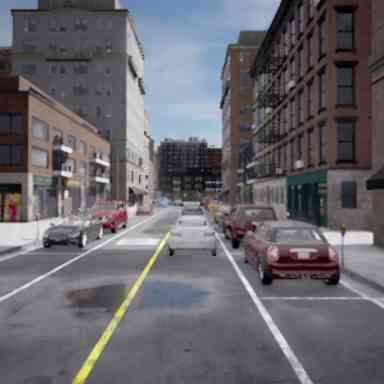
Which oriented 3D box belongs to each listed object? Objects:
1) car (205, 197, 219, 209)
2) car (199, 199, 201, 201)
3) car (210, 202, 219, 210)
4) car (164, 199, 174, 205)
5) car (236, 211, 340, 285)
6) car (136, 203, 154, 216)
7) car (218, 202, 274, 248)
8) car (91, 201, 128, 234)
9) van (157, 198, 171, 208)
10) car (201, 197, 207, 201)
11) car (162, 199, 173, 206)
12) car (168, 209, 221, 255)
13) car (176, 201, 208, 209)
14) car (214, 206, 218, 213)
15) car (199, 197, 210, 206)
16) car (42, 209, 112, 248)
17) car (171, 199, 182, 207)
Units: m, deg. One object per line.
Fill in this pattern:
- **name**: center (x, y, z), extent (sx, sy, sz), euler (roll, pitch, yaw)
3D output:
- **car**: center (3.060, 1.903, 45.004), extent (1.801, 1.575, 5.366), euler (0, -1, 0)
- **car**: center (2.689, 2.225, 66.424), extent (1.947, 1.339, 4.313), euler (0, -1, 0)
- **car**: center (2.659, 1.793, 26.963), extent (1.752, 1.417, 4.829), euler (0, -1, 0)
- **car**: center (-5.328, 2.339, 77.754), extent (1.947, 1.339, 4.313), euler (0, -1, 0)
- **car**: center (2.645, 1.538, 9.809), extent (1.967, 1.590, 4.097), euler (0, -1, 0)
- **car**: center (-5.358, 1.960, 38.123), extent (1.802, 1.307, 4.206), euler (0, -1, 0)
- **car**: center (2.650, 1.469, 15.472), extent (2.192, 1.841, 5.009), euler (0, -1, 0)
- **car**: center (-5.371, 1.525, 21.141), extent (2.192, 1.841, 5.009), euler (0, -1, 0)
- **van**: center (-5.341, 1.944, 60.771), extent (1.690, 1.788, 3.998), euler (0, -1, 0)
- **car**: center (3.021, 1.734, 51.846), extent (2.150, 2.045, 5.566), euler (0, -1, 0)
- **car**: center (-5.332, 2.267, 72.092), extent (2.008, 1.369, 4.403), euler (0, -1, 0)
- **car**: center (0.038, 1.664, 13.912), extent (1.812, 1.442, 4.674), euler (0, 0, 1)
- **car**: center (0.046, 1.776, 28.518), extent (2.128, 1.511, 4.902), euler (0, 0, 1)
- **car**: center (2.654, 1.776, 21.131), extent (1.947, 1.339, 4.313), euler (0, -1, 0)
- **car**: center (2.693, 2.031, 72.089), extent (2.192, 1.841, 5.009), euler (0, -1, 0)
- **car**: center (-5.375, 1.705, 15.476), extent (2.008, 1.369, 4.403), euler (0, -1, 0)
- **car**: center (-2.714, 2.174, 65.359), extent (1.812, 1.442, 4.674), euler (0, -1, 0)
